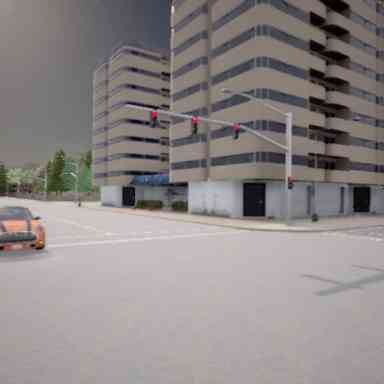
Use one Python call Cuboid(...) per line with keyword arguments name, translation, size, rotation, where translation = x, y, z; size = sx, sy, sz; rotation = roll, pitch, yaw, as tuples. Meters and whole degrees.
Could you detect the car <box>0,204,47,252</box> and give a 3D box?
Cuboid(name="car", translation=(-7.484, 1.371, 13.696), size=(2.097, 1.767, 4.553), rotation=(1, -1, -35))
